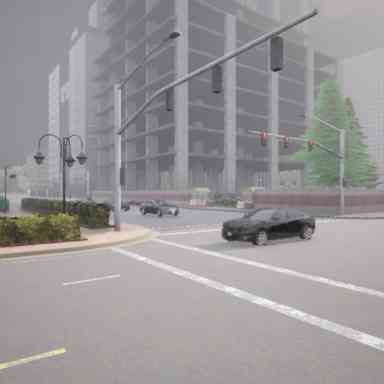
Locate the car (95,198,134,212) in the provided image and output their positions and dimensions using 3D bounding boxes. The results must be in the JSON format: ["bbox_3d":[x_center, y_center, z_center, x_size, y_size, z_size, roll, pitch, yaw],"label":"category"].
[{"bbox_3d":[-8.988,1.492,38.462,2.033,1.411,5.357,0,0,-36],"label":"car"}]

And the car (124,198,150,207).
[{"bbox_3d":[-8.255,1.545,49.701,1.895,1.301,4.718,0,0,-36],"label":"car"}]

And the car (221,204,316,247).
[{"bbox_3d":[3.575,1.458,15.157,5.008,1.535,1.882,0,0,-36],"label":"car"}]

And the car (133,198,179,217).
[{"bbox_3d":[-3.046,1.436,30.283,2.128,1.511,4.902,0,0,-36],"label":"car"}]

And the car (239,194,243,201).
[{"bbox_3d":[7.433,1.114,55.200,1.905,1.878,3.866,0,0,-36],"label":"car"}]

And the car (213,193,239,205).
[{"bbox_3d":[5.043,1.114,53.485,1.905,1.878,3.866,0,0,-36],"label":"car"}]

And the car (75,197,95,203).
[{"bbox_3d":[-14.948,1.449,46.688,1.837,1.490,4.892,0,0,-36],"label":"car"}]
